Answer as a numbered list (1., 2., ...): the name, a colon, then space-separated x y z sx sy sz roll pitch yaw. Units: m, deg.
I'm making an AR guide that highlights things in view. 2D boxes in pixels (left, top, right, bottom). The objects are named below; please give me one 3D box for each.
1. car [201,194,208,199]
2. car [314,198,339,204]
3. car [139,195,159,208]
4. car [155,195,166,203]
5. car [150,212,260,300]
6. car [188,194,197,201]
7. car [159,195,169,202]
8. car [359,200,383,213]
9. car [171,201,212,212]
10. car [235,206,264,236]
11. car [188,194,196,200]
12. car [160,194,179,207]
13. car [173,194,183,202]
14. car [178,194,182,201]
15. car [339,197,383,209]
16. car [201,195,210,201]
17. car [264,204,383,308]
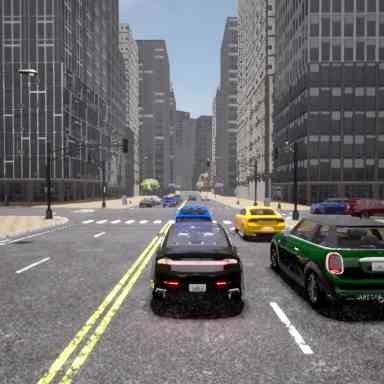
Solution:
1. car: 3.334 1.337 90.674 1.895 1.301 4.718 0 0 0
2. car: 14.916 1.450 35.228 4.553 1.767 2.097 1 1 1
3. car: -6.540 1.513 49.110 2.033 1.411 5.357 0 0 0
4. car: -6.446 1.448 68.018 1.837 1.490 4.892 0 0 0
5. car: 0.105 1.488 8.338 2.128 1.511 4.902 0 0 0
6. car: 0.075 1.273 80.615 2.097 1.767 4.553 0 0 0
7. car: -6.429 1.482 77.996 1.994 1.385 4.181 0 0 0
8. car: 21.844 1.642 37.706 4.829 1.417 1.752 1 0 1
9. car: 0.119 1.468 17.843 1.882 1.535 5.008 0 0 1
10. car: 3.364 1.469 17.229 1.882 1.535 5.008 0 0 0
11. car: 0.084 1.267 90.647 2.128 1.511 4.902 0 0 0
12. car: -3.295 1.491 49.538 1.812 1.442 4.674 0 0 0
13. car: -3.180 1.286 77.162 2.097 1.767 4.553 0 0 0
14. car: -3.272 1.519 58.283 1.994 1.385 4.181 0 0 1
15. car: 16.228 1.519 29.425 5.009 1.841 2.192 1 0 1
16. car: 3.325 1.513 80.672 1.895 1.301 4.718 0 0 0
17. car: 3.357 1.348 8.050 2.097 1.767 4.553 0 0 0
